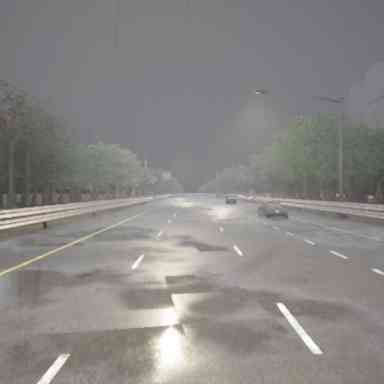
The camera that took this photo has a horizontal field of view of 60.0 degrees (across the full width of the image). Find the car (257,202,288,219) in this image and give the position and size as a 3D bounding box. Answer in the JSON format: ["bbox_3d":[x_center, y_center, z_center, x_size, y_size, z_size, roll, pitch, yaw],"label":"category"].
[{"bbox_3d":[7.054,1.569,29.399,1.994,1.385,4.181,0,0,0],"label":"car"}]

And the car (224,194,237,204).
[{"bbox_3d":[7.139,1.528,61.583,1.812,1.442,4.674,0,0,0],"label":"car"}]
